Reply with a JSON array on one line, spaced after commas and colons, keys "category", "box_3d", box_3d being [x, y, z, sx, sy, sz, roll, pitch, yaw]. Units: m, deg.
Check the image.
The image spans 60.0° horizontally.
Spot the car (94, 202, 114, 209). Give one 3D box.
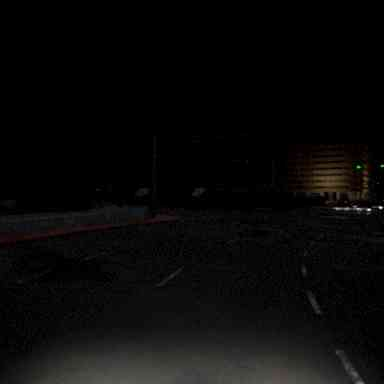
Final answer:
[{"category": "car", "box_3d": [-13.519, 1.622, 48.776, 5.008, 1.535, 1.882, 0, 0, 37]}]

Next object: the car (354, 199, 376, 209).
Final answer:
[{"category": "car", "box_3d": [30.400, 2.121, 58.444, 1.812, 1.442, 4.674, 0, 0, 37]}]

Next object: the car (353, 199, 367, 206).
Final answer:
[{"category": "car", "box_3d": [36.931, 2.257, 73.011, 1.812, 1.442, 4.674, 0, 0, 37]}]

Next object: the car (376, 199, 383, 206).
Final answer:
[{"category": "car", "box_3d": [39.770, 2.231, 70.963, 1.882, 1.535, 5.008, 0, 0, 37]}]

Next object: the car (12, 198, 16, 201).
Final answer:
[{"category": "car", "box_3d": [-28.910, 1.580, 56.138, 4.181, 1.385, 1.994, 0, 0, 38]}]

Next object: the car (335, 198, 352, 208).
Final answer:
[{"category": "car", "box_3d": [27.594, 1.930, 60.532, 2.097, 1.767, 4.553, 0, 0, 37]}]
